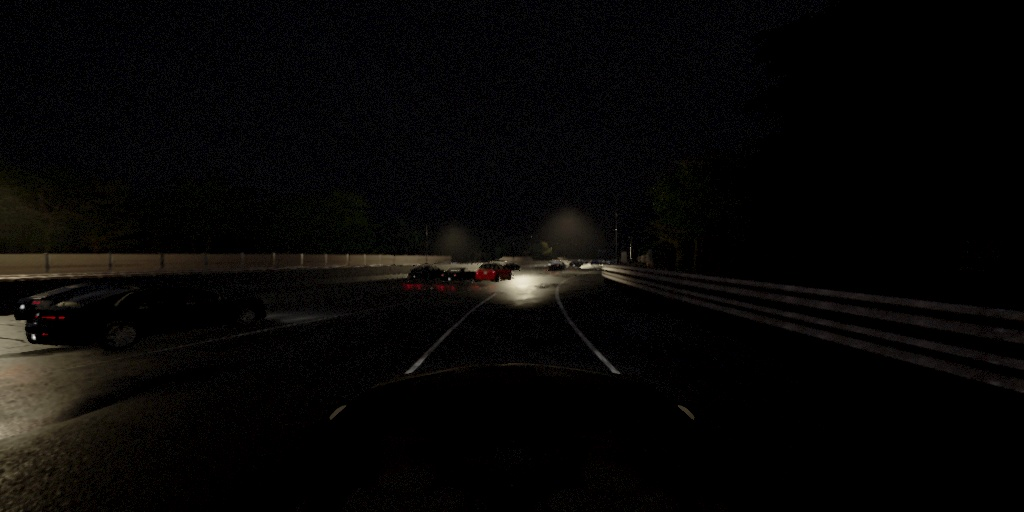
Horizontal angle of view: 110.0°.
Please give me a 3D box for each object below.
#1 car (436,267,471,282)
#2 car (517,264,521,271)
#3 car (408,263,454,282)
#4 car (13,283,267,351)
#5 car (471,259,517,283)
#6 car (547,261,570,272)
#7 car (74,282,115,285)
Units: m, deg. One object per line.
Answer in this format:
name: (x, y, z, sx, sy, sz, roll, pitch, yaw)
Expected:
car: (-4.828, 1.755, 33.920, 1.895, 1.301, 4.718, -1, 0, 20)
car: (-0.047, 1.762, 57.539, 1.882, 1.535, 5.008, -1, 0, 20)
car: (-8.129, 1.691, 35.085, 2.128, 1.511, 4.902, -1, 0, 20)
car: (-9.668, 1.529, 10.144, 1.837, 1.490, 4.892, -1, 0, 20)
car: (-1.560, 1.460, 32.672, 2.097, 1.767, 4.553, -1, 0, 20)
car: (7.216, 1.692, 57.052, 2.128, 1.511, 4.902, -1, 0, 20)
car: (-15.746, 1.688, 13.922, 1.994, 1.385, 4.181, -1, 0, 20)
